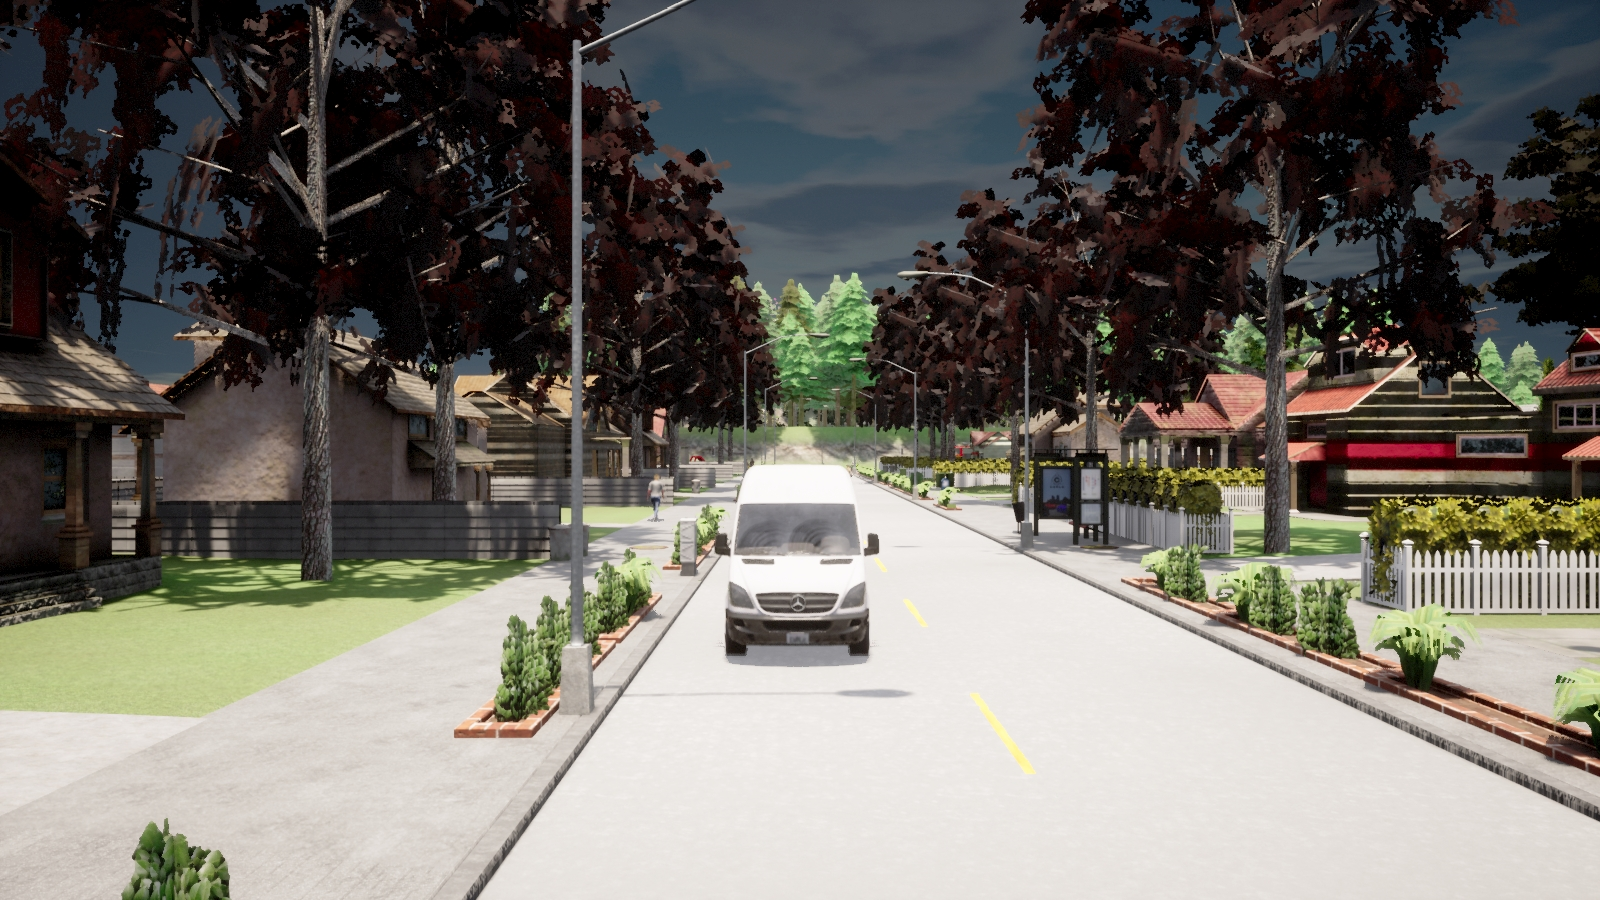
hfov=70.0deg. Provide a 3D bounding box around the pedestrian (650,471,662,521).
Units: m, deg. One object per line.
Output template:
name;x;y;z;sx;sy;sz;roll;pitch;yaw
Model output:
pedestrian;-5.452;1.743;43.275;0.375;1.860;0.375;0;0;2

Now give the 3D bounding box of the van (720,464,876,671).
van;-0.034;1.534;17.532;1.988;2.561;5.915;0;0;0
